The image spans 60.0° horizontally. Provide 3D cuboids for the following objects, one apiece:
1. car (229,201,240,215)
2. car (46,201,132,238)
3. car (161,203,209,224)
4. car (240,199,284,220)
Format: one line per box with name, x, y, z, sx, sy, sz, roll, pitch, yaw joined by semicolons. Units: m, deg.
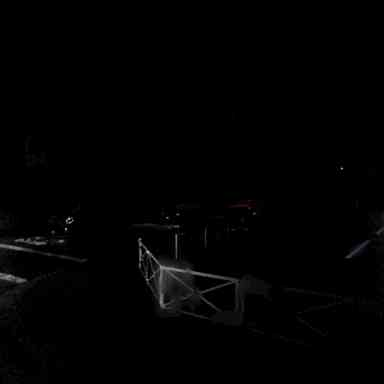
car;5.522;1.502;33.699;1.882;1.535;5.008;0;0;35
car;-5.461;1.376;18.006;2.097;1.767;4.553;0;0;35
car;-0.393;1.550;25.252;1.812;1.442;4.674;0;0;35
car;6.355;1.513;28.430;2.128;1.511;4.902;0;0;35
